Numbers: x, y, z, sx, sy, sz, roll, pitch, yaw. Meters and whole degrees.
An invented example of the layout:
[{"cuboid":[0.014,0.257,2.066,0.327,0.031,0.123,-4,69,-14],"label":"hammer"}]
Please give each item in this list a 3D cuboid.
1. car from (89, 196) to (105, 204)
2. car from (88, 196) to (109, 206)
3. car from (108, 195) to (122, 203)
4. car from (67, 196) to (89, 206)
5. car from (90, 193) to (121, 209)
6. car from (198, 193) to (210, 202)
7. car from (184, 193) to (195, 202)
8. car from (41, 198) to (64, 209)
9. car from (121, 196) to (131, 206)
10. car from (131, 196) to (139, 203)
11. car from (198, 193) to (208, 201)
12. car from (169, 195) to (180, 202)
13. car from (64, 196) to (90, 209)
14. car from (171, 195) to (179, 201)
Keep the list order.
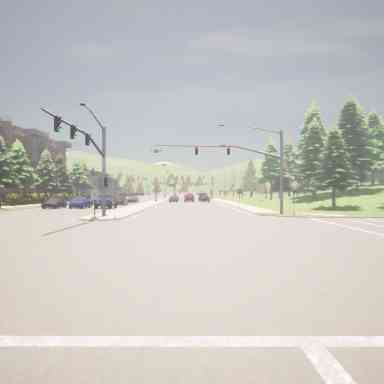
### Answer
[{"cuboid":[-18.997,1.504,66.827,1.837,1.490,4.892,0,0,-1],"label":"car"},{"cuboid":[-15.399,1.492,54.942,2.128,1.511,4.902,0,0,-1],"label":"car"},{"cuboid":[-15.509,1.478,67.195,1.882,1.535,5.008,0,0,-1],"label":"car"},{"cuboid":[-18.901,1.478,55.336,1.882,1.535,5.008,0,0,-1],"label":"car"},{"cuboid":[-11.773,1.222,45.720,2.150,2.045,5.566,0,0,-1],"label":"car"},{"cuboid":[2.905,1.501,73.442,1.837,1.490,4.892,0,0,-1],"label":"car"},{"cuboid":[-0.589,1.225,73.019,2.150,2.045,5.566,0,0,-1],"label":"car"},{"cuboid":[-18.771,1.547,45.605,2.033,1.411,5.357,0,0,-1],"label":"car"},{"cuboid":[-11.905,1.505,55.399,1.837,1.490,4.892,0,0,-1],"label":"car"},{"cuboid":[-12.018,1.548,68.182,2.033,1.411,5.357,0,0,-1],"label":"car"},{"cuboid":[2.748,1.194,83.666,2.150,2.045,5.566,0,0,-1],"label":"car"},{"cuboid":[-4.087,1.541,72.899,2.033,1.411,5.357,0,0,-1],"label":"car"},{"cuboid":[-15.269,1.478,45.537,1.882,1.535,5.008,0,0,-1],"label":"car"},{"cuboid":[-4.251,1.488,83.517,1.812,1.442,4.674,0,0,-1],"label":"car"}]
